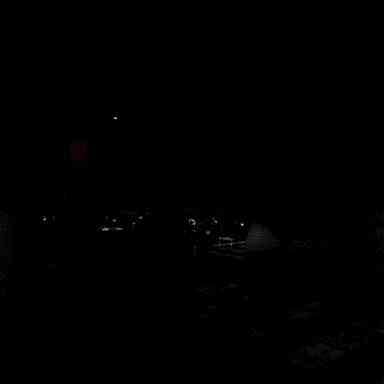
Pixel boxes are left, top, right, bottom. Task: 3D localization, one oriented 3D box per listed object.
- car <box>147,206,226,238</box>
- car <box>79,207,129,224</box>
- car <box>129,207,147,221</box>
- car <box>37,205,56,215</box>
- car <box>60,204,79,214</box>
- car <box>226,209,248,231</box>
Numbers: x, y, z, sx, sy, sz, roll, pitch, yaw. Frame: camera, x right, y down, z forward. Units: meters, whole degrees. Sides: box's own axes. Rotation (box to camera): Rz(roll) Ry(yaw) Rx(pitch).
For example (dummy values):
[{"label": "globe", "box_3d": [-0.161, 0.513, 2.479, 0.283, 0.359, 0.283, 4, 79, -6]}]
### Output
[{"label": "car", "box_3d": [-0.457, 1.637, 19.666, 2.097, 1.767, 4.553, 0, -1, -36]}, {"label": "car", "box_3d": [-8.059, 2.073, 30.072, 2.033, 1.411, 5.357, 0, -1, -36]}, {"label": "car", "box_3d": [-6.089, 2.143, 32.887, 1.895, 1.301, 4.718, 0, -1, -36]}, {"label": "car", "box_3d": [-20.994, 2.512, 47.934, 1.994, 1.385, 4.181, 0, -1, -36]}, {"label": "car", "box_3d": [-18.317, 2.488, 49.777, 2.033, 1.411, 5.357, 0, -1, -36]}, {"label": "car", "box_3d": [1.643, 1.801, 22.302, 1.837, 1.490, 4.892, 0, -1, -36]}]
